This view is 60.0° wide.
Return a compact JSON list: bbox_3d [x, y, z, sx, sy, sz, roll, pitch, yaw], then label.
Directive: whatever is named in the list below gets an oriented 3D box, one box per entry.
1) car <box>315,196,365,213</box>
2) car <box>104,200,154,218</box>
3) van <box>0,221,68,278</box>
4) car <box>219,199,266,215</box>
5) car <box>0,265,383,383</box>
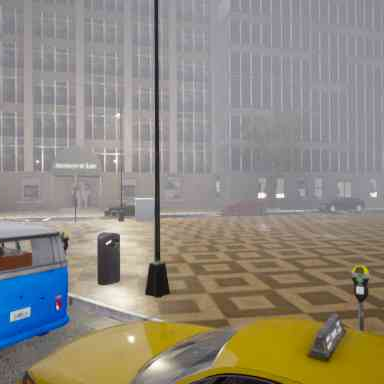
[{"bbox_3d":[14.412,1.191,32.367,4.892,1.490,1.837,0,0,-14],"label":"car"},{"bbox_3d":[-5.161,1.396,27.499,4.181,1.385,1.994,0,0,-14],"label":"car"},{"bbox_3d":[-3.722,1.343,5.372,3.998,1.788,1.690,0,0,35],"label":"van"},{"bbox_3d":[4.553,1.320,29.924,4.181,1.385,1.994,0,0,-14],"label":"car"},{"bbox_3d":[0.649,1.526,2.263,4.829,1.417,1.752,0,0,35],"label":"car"}]
